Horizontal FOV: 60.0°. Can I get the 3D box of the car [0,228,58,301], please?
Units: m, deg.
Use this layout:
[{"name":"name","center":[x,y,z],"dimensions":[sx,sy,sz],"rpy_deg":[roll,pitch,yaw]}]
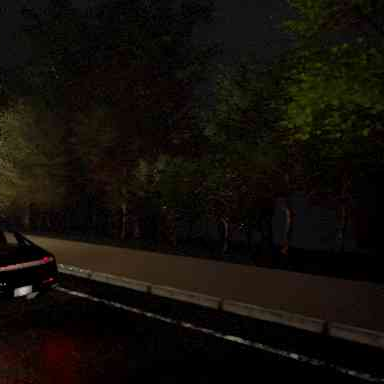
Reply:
[{"name":"car","center":[-4.890,1.503,7.139],"dimensions":[4.902,1.511,2.128],"rpy_deg":[0,0,35]}]
